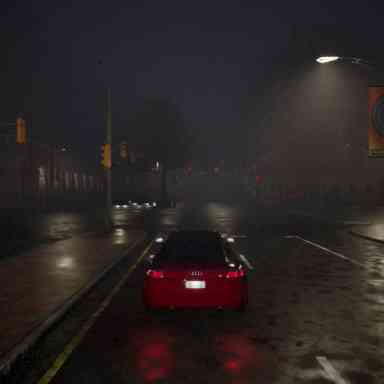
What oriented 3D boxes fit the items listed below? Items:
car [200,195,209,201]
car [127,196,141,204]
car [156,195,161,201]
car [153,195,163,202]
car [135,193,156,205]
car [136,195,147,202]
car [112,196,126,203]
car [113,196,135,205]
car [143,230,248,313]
[{"bbox_3d":[3.450,1.553,85.873,1.994,1.385,4.181,0,0,0],"label":"car"},{"bbox_3d":[-11.565,1.564,66.178,1.994,1.385,4.181,0,0,0],"label":"car"},{"bbox_3d":[-8.044,1.601,68.399,1.895,1.301,4.718,0,0,0],"label":"car"},{"bbox_3d":[-8.045,1.500,78.602,1.837,1.490,4.892,0,0,0],"label":"car"},{"bbox_3d":[-8.114,1.221,58.599,2.150,2.045,5.566,0,0,0],"label":"car"},{"bbox_3d":[-11.544,1.478,76.597,1.882,1.535,5.008,0,0,0],"label":"car"},{"bbox_3d":[-14.789,1.595,67.840,1.895,1.301,4.718,0,0,0],"label":"car"},{"bbox_3d":[-11.615,1.564,56.884,1.994,1.385,4.181,0,0,0],"label":"car"},{"bbox_3d":[0.070,1.564,7.736,1.994,1.385,4.181,0,0,0],"label":"car"}]
